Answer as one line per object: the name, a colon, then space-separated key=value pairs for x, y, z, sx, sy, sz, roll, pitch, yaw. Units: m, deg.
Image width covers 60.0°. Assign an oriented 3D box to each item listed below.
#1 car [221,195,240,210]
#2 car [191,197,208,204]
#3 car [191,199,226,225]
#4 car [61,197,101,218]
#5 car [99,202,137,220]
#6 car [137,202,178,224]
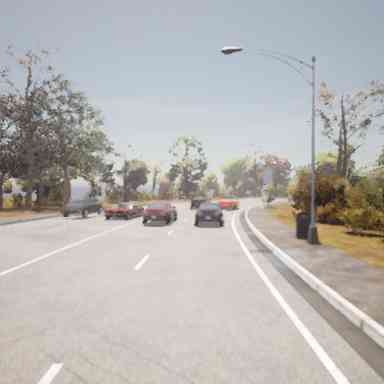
car: x=4.651 y=1.201 z=41.125 sx=2.097 sy=1.767 sz=4.553 roll=0 pitch=0 yaw=14
car: x=1.212 y=1.315 z=41.847 sx=1.882 sy=1.535 sz=5.008 roll=0 pitch=0 yaw=15
car: x=1.248 y=1.438 z=22.951 sx=1.812 sy=1.442 sz=4.674 roll=0 pitch=0 yaw=6
car: x=-8.960 y=1.184 z=27.621 sx=1.837 sy=1.490 sz=4.892 roll=0 pitch=0 yaw=8
car: x=-5.495 y=1.542 z=27.134 sx=1.895 sy=1.301 sz=4.718 roll=0 pitch=0 yaw=8
car: x=-2.200 y=1.431 z=23.588 sx=1.812 sy=1.442 sz=4.674 roll=0 pitch=0 yaw=6
